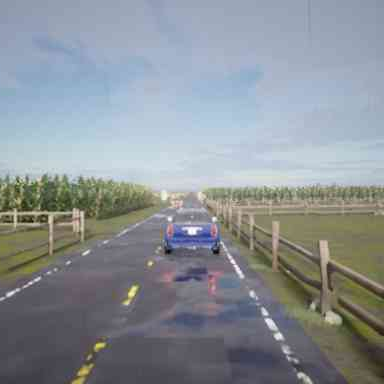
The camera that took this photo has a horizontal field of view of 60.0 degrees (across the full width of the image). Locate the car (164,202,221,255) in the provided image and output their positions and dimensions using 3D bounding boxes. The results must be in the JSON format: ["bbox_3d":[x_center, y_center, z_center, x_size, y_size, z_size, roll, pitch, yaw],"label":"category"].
[{"bbox_3d":[0.008,1.480,14.067,2.097,1.767,4.553,0,-1,0],"label":"car"}]

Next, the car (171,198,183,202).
[{"bbox_3d":[-2.727,1.884,62.312,2.097,1.767,4.553,0,0,0],"label":"car"}]
